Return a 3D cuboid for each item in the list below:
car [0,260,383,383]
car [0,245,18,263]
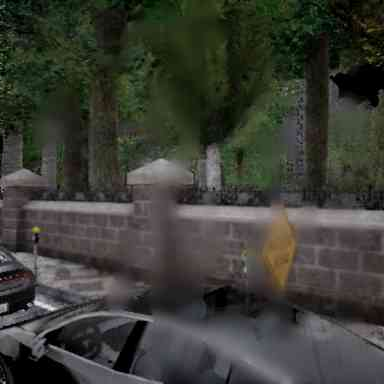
[{"bbox_3d":[-0.268,1.565,3.154,4.313,1.339,1.947,0,0,36],"label":"car"},{"bbox_3d":[-4.709,1.548,6.324,4.403,1.369,2.008,0,0,36],"label":"car"}]
